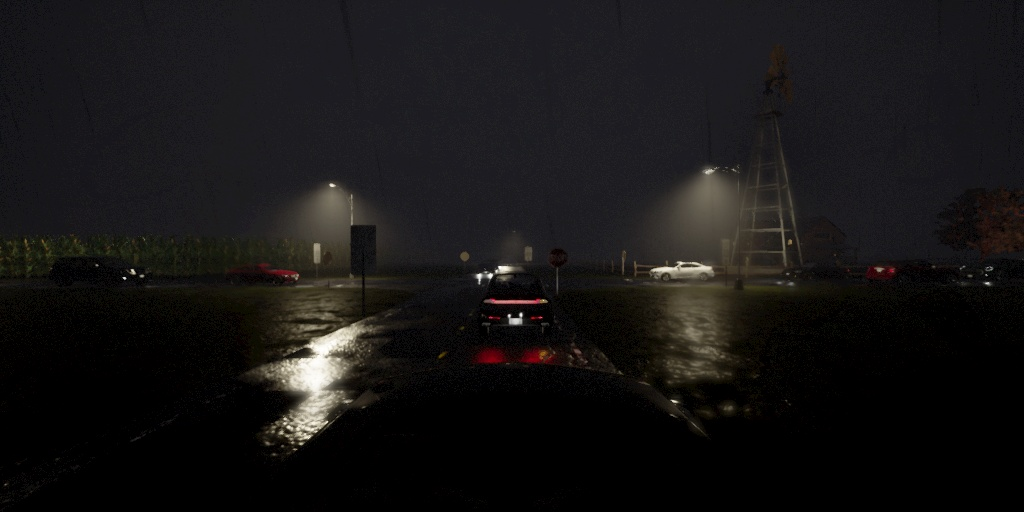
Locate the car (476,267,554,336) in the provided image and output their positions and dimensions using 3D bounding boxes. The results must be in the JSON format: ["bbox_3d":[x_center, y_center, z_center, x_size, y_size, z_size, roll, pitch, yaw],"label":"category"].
[{"bbox_3d":[0.094,1.233,10.367,2.128,1.511,4.902,0,0,0],"label":"car"}]

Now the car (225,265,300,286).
[{"bbox_3d":[-17.407,1.326,25.087,4.674,1.442,1.812,0,1,0],"label":"car"}]

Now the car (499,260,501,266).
[{"bbox_3d":[-2.932,1.182,52.835,1.837,1.490,4.892,0,0,0],"label":"car"}]

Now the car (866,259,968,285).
[{"bbox_3d":[27.018,0.998,24.239,4.553,1.767,2.097,0,1,2],"label":"car"}]

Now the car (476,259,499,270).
[{"bbox_3d":[-2.928,1.262,41.529,1.994,1.385,4.181,0,0,1],"label":"car"}]

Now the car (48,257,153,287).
[{"bbox_3d":[-28.678,1.063,25.085,5.566,2.045,2.150,0,1,0],"label":"car"}]

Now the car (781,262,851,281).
[{"bbox_3d":[23.073,1.182,27.316,4.181,1.385,1.994,0,1,2],"label":"car"}]

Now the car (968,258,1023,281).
[{"bbox_3d":[36.639,0.920,26.815,4.553,1.767,2.097,0,1,2],"label":"car"}]

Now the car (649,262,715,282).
[{"bbox_3d":[13.014,1.178,27.563,4.674,1.442,1.812,0,1,0],"label":"car"}]
